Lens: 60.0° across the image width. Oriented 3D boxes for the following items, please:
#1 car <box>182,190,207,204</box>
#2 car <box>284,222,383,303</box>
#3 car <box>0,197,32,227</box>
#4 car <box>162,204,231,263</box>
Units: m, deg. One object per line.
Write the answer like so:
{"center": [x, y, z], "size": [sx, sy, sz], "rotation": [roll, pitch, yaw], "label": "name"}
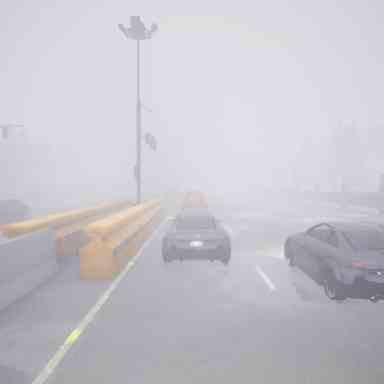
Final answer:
{"center": [0.234, 0.624, 30.182], "size": [2.097, 1.767, 4.553], "rotation": [0, 1, 0], "label": "car"}
{"center": [3.618, 1.383, 7.854], "size": [1.994, 1.385, 4.181], "rotation": [0, 1, 0], "label": "car"}
{"center": [-10.470, 1.079, 17.902], "size": [1.837, 1.490, 4.892], "rotation": [0, 1, 1], "label": "car"}
{"center": [0.133, 1.308, 10.905], "size": [1.994, 1.385, 4.181], "rotation": [0, 1, 0], "label": "car"}
